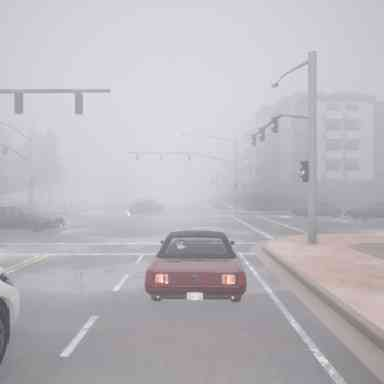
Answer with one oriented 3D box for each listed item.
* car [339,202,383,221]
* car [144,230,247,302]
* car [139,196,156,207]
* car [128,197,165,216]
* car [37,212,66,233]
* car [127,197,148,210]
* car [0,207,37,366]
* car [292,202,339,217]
[{"bbox_3d":[15.283,1.547,27.011,5.357,1.411,2.033,0,0,-3],"label":"car"},{"bbox_3d":[0.132,1.601,8.246,1.895,1.301,4.718,0,0,2],"label":"car"},{"bbox_3d":[-7.083,1.491,53.355,2.128,1.511,4.902,0,0,0],"label":"car"},{"bbox_3d":[-4.285,1.491,32.403,2.128,1.511,4.902,0,0,22],"label":"car"},{"bbox_3d":[-10.188,1.547,19.112,5.357,1.411,2.033,0,0,0],"label":"car"},{"bbox_3d":[-7.084,1.477,43.450,1.882,1.535,5.008,0,0,0],"label":"car"},{"bbox_3d":[-3.455,1.221,2.189,2.150,2.045,5.566,0,0,1],"label":"car"},{"bbox_3d":[11.356,1.564,30.300,4.181,1.385,1.994,0,0,-2],"label":"car"}]
